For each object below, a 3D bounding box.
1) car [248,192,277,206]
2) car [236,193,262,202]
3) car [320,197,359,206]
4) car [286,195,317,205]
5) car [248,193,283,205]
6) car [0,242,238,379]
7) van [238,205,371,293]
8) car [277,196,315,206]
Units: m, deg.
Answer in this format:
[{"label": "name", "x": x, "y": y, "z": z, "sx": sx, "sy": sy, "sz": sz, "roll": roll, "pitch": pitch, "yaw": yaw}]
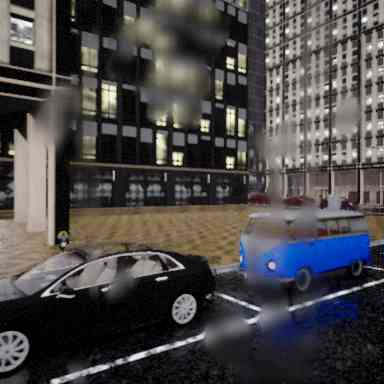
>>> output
[{"label": "car", "x": 10.117, "y": 0.910, "z": 46.432, "sx": 2.192, "sy": 1.841, "sz": 5.009, "roll": 2, "pitch": 0, "yaw": -36}, {"label": "car", "x": 10.291, "y": 0.932, "z": 60.569, "sx": 1.752, "sy": 1.417, "sz": 4.829, "roll": 2, "pitch": 0, "yaw": -36}, {"label": "car", "x": 16.606, "y": 1.250, "z": 37.370, "sx": 1.967, "sy": 1.590, "sz": 4.097, "roll": 2, "pitch": 0, "yaw": -36}, {"label": "car", "x": 16.884, "y": 1.207, "z": 51.364, "sx": 1.802, "sy": 1.307, "sz": 4.206, "roll": 2, "pitch": 0, "yaw": -36}, {"label": "car", "x": 10.902, "y": 1.039, "z": 49.762, "sx": 1.882, "sy": 1.535, "sz": 5.008, "roll": 0, "pitch": 1, "yaw": -36}, {"label": "car", "x": -1.602, "y": 1.560, "z": 5.417, "sx": 4.403, "sy": 1.369, "sz": 2.008, "roll": 0, "pitch": 0, "yaw": -35}, {"label": "van", "x": 2.997, "y": 1.378, "z": 8.697, "sx": 3.998, "sy": 1.788, "sz": 1.690, "roll": 0, "pitch": 0, "yaw": -35}, {"label": "car", "x": 13.355, "y": 1.284, "z": 41.901, "sx": 1.802, "sy": 1.307, "sz": 4.206, "roll": 2, "pitch": 0, "yaw": -36}]
